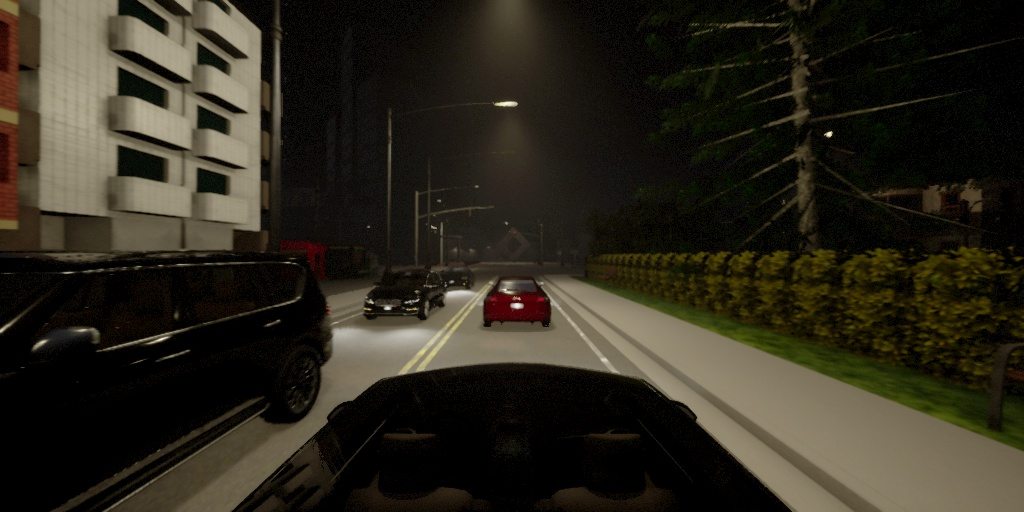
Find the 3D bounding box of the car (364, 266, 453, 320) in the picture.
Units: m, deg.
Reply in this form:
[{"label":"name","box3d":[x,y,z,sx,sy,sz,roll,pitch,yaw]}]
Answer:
[{"label":"car","box3d":[-3.538,1.243,12.682,1.837,1.490,4.892,0,0,0]}]

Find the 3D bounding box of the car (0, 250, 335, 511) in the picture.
[{"label":"car","box3d":[-3.605,0.959,2.839,2.150,2.045,5.566,0,0,0]}]

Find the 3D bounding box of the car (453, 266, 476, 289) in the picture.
[{"label":"car","box3d":[-3.452,1.302,22.731,1.994,1.385,4.181,0,0,1]}]

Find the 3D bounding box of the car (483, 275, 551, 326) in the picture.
[{"label":"car","box3d":[0.150,1.315,11.680,1.994,1.385,4.181,0,0,0]}]
